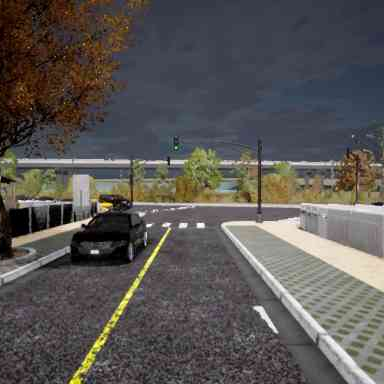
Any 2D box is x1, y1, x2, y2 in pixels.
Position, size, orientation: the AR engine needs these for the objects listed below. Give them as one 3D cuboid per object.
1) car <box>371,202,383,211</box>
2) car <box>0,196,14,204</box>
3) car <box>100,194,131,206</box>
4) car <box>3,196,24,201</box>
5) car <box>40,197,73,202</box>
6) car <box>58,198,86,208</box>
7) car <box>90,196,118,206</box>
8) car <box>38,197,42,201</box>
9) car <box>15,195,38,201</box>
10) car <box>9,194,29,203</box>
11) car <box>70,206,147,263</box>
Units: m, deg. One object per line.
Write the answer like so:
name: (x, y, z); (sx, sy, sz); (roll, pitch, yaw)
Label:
car: (19.858, 1.274, 32.038); (4.718, 1.301, 1.895); (-1, 2, 36)
car: (-40.861, 1.752, 72.026); (4.902, 1.511, 2.128); (-1, 2, 36)
car: (-10.648, 1.361, 45.921); (5.566, 2.045, 2.150); (-1, 2, 36)
car: (-31.283, 1.945, 56.992); (4.674, 1.442, 1.812); (0, 2, 36)
car: (-19.778, 1.876, 48.560); (4.181, 1.385, 1.994); (0, 2, 36)
car: (-18.762, 1.738, 51.835); (4.674, 1.442, 1.812); (-1, 2, 36)
car: (-12.386, 1.724, 43.178); (5.008, 1.535, 1.882); (-1, 2, 36)
car: (-32.656, 1.606, 66.060); (4.553, 1.767, 2.097); (-1, 2, 36)
car: (-30.820, 1.827, 60.697); (4.892, 1.490, 1.837); (0, 2, 36)
car: (-38.931, 1.473, 74.633); (4.553, 1.767, 2.097); (-1, 2, 36)
car: (-2.838, 1.479, 12.205); (1.882, 1.535, 5.008); (0, 0, 0)
